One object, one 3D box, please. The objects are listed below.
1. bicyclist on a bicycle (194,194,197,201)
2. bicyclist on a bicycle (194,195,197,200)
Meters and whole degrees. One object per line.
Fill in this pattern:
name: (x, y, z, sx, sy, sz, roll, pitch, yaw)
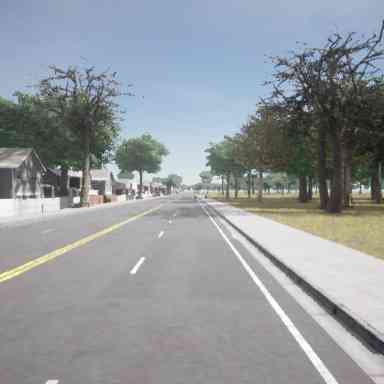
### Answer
bicyclist on a bicycle: (0.914, 1.505, 88.950, 0.866, 1.612, 1.509, 2, 1, 0)
bicyclist on a bicycle: (0.908, 1.460, 79.964, 0.582, 1.620, 1.656, 1, 0, 0)
